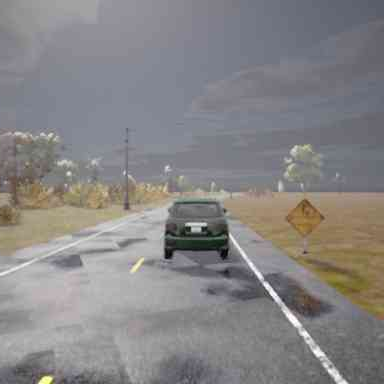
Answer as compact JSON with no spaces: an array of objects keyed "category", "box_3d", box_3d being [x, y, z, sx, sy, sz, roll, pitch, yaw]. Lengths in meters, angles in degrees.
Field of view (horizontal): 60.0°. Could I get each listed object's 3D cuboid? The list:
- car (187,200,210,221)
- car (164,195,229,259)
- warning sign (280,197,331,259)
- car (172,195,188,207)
[{"category":"car","box_3d":[0.625,1.502,28.949,1.837,1.490,4.892,0,1,2]},{"category":"car","box_3d":[0.193,1.223,12.810,2.150,2.045,5.566,0,0,1]},{"category":"warning sign","box_3d":[3.636,1.116,10.765,1.300,1.860,1.060,0,0,1]},{"category":"car","box_3d":[-1.872,1.337,52.355,2.097,1.767,4.553,0,0,4]}]
